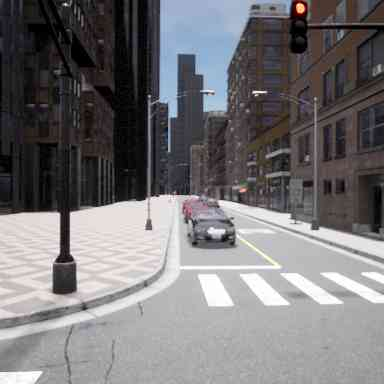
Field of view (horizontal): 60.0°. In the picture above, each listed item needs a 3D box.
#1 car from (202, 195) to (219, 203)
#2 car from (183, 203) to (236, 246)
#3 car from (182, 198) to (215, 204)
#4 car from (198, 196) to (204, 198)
[{"bbox_3d":[2.689,1.595,46.524,2.033,1.411,5.357,0,0,-3],"label":"car"},{"bbox_3d":[0.805,1.510,15.604,2.128,1.511,4.902,0,0,-4],"label":"car"},{"bbox_3d":[0.371,1.508,25.891,1.882,1.535,5.008,0,0,-3],"label":"car"},{"bbox_3d":[-0.068,1.517,36.236,1.882,1.535,5.008,0,0,-2],"label":"car"}]
